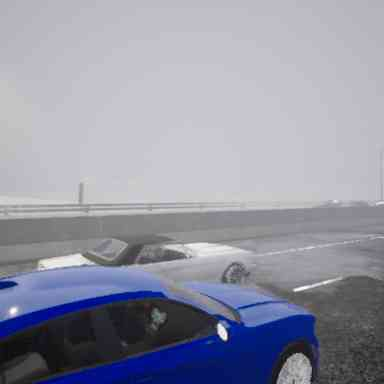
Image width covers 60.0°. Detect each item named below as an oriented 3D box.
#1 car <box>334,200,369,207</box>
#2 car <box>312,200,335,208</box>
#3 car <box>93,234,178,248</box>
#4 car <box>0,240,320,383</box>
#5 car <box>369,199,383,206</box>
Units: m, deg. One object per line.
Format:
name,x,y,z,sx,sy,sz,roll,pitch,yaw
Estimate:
car,18.976,1.743,38.478,4.674,1.442,1.812,0,0,-34
car,17.027,1.708,41.384,4.902,1.511,2.128,0,0,-34
car,-0.761,1.616,7.492,4.718,1.301,1.895,0,0,-35
car,-0.814,1.481,3.159,5.008,1.535,1.882,0,0,-35
car,22.310,1.452,36.516,5.566,2.045,2.150,0,0,-34
